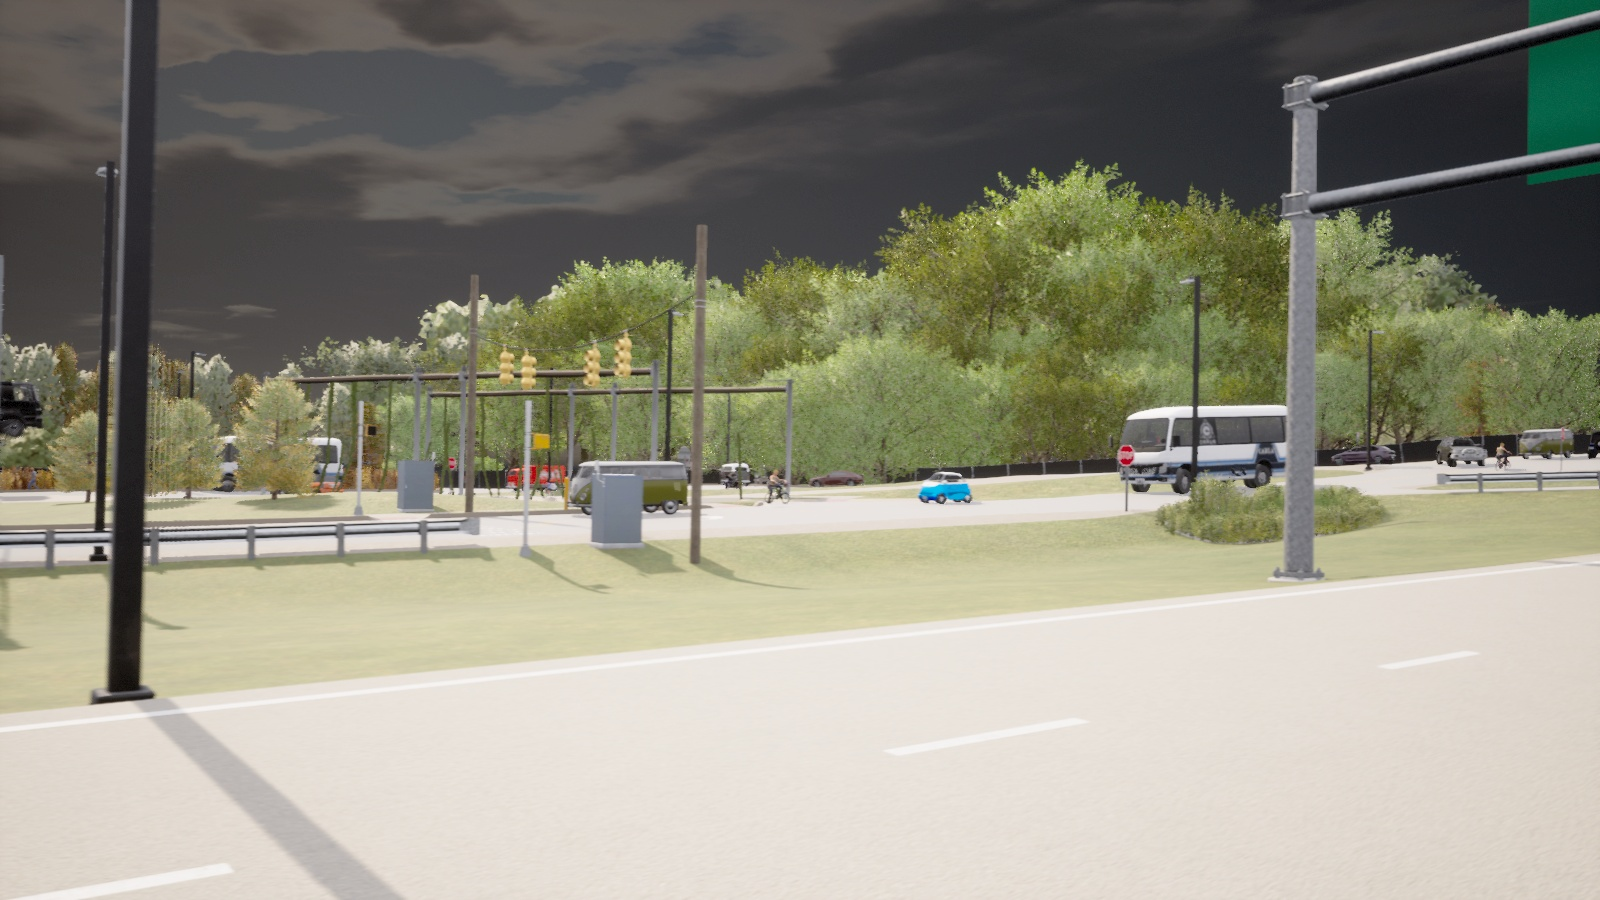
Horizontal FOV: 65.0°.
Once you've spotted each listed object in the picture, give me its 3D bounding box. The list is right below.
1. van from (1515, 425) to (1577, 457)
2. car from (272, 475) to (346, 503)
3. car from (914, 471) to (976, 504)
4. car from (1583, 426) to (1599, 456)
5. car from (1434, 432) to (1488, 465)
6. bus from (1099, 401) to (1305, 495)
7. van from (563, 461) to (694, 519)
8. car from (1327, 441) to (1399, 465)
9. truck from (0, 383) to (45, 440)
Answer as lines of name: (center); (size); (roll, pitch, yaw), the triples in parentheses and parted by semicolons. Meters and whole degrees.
van: (49.710, -0.605, 83.678); (4.442, 1.987, 1.775); (-3, 1, -34)
car: (-32.417, 2.551, 82.916); (4.553, 1.767, 2.097); (0, -1, 29)
car: (6.273, 1.610, 54.368); (2.207, 1.376, 1.481); (0, 0, -28)
car: (52.975, -0.630, 81.761); (3.866, 1.878, 1.905); (-3, 1, -34)
car: (40.973, -0.096, 77.905); (1.932, 1.855, 4.605); (0, 2, 14)
bus: (20.309, -0.147, 63.229); (10.273, 4.253, 3.944); (-2, 0, -31)
van: (-6.251, 1.422, 46.026); (4.442, 1.987, 1.775); (-1, 0, -36)
car: (39.811, 0.253, 88.889); (1.816, 1.474, 4.193); (1, -4, -43)
truck: (-51.723, -2.347, 77.963); (7.936, 3.462, 2.891); (-3, 4, -37)
